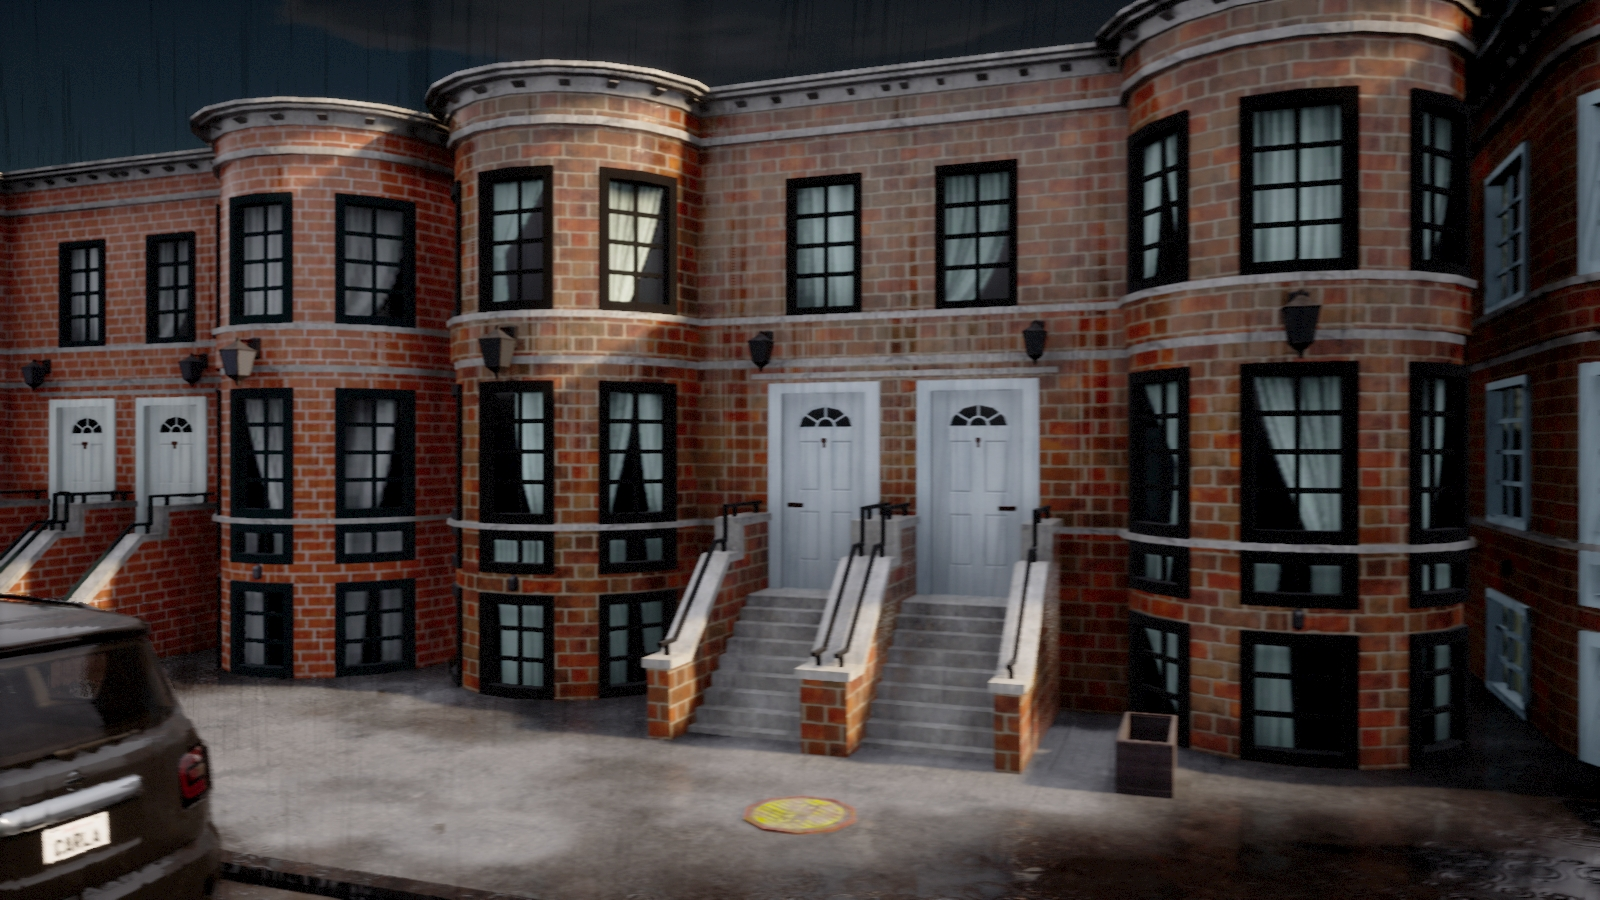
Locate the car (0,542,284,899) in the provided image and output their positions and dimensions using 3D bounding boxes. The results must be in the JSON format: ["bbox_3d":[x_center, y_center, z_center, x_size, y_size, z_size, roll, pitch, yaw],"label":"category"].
[{"bbox_3d":[-5.669,1.561,5.890,5.566,2.045,2.150,0,0,20],"label":"car"}]
